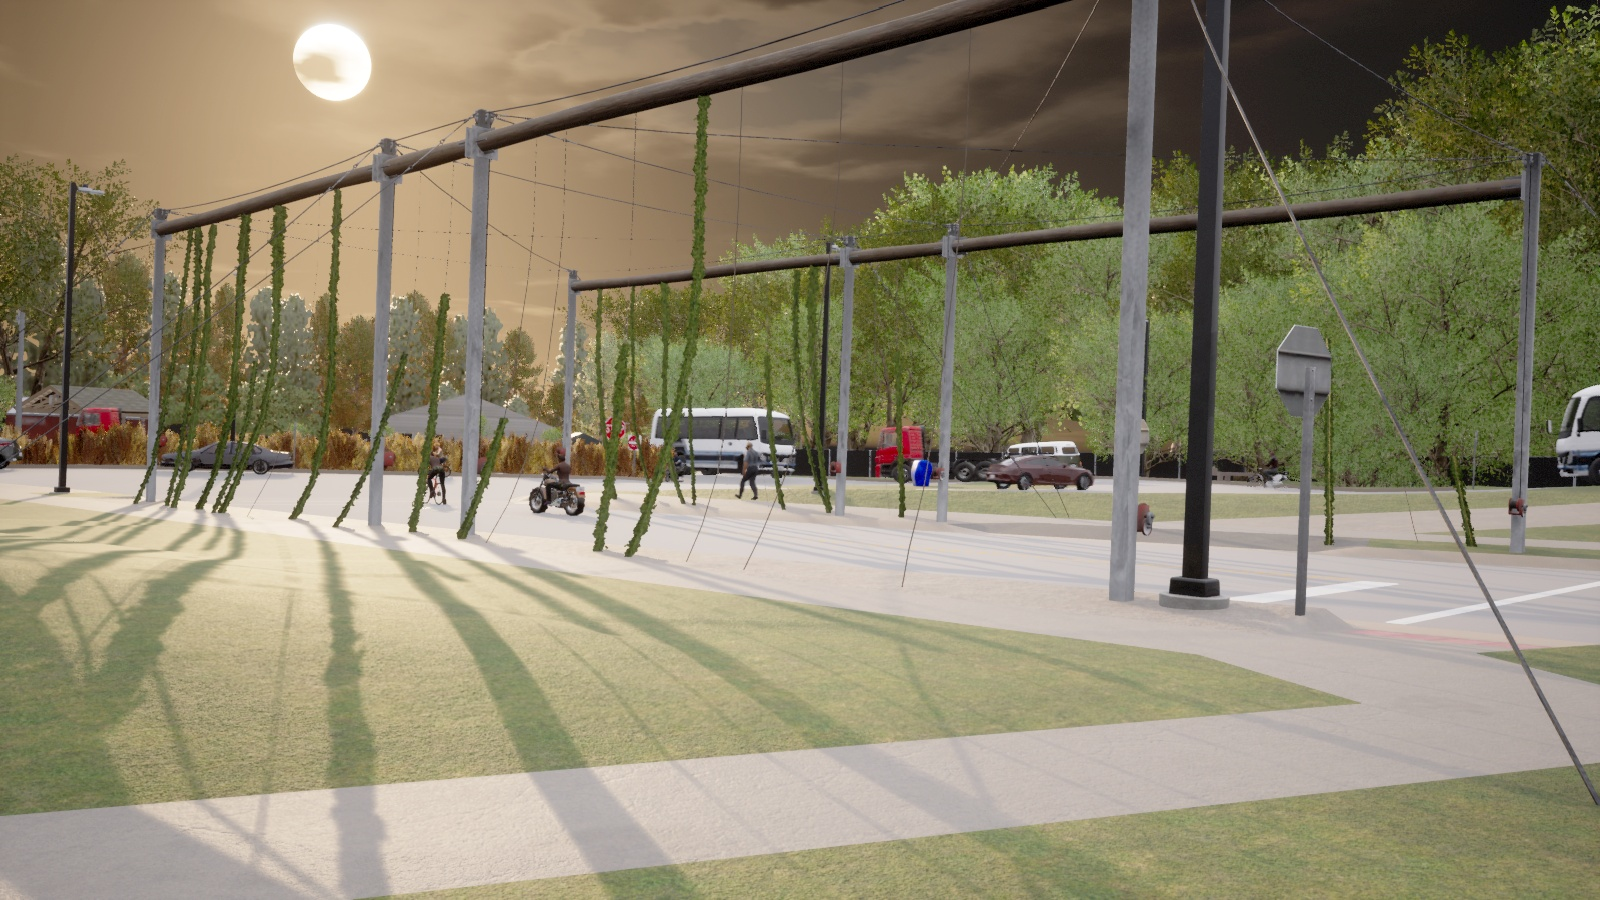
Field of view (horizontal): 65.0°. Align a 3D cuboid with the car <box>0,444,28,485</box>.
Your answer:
[{"bbox_3d":[-34.777,0.611,51.454,5.027,1.651,2.152,-1,1,-20],"label":"car"}]

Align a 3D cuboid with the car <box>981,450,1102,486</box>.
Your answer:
[{"bbox_3d":[9.964,0.727,51.751,4.674,1.442,1.812,0,-1,-23],"label":"car"}]

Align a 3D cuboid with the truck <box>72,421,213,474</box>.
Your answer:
[{"bbox_3d":[-43.924,-0.186,84.166,7.936,3.462,2.891,0,1,-17],"label":"truck"}]

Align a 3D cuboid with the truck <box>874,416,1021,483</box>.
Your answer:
[{"bbox_3d":[8.667,-0.011,73.854,7.936,3.462,2.891,-3,-1,25],"label":"truck"}]

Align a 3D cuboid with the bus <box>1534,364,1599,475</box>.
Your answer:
[{"bbox_3d":[35.409,-1.528,49.776,10.273,4.253,3.944,-5,-2,25],"label":"bus"}]

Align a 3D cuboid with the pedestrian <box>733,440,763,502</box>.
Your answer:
[{"bbox_3d":[-1.585,0.635,38.222,0.694,1.848,0.540,1,1,45],"label":"pedestrian"}]

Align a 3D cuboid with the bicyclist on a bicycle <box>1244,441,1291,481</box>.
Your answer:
[{"bbox_3d":[21.205,0.500,57.005,0.659,1.776,1.843,3,-1,-42],"label":"bicyclist on a bicycle"}]

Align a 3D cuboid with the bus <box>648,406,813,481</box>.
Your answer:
[{"bbox_3d":[-4.395,-0.343,77.298,10.273,4.253,3.944,0,-2,42],"label":"bus"}]

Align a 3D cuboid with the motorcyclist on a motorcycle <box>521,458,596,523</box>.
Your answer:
[{"bbox_3d":[-6.378,1.052,33.081,2.350,1.649,0.766,-1,-1,45],"label":"motorcyclist on a motorcycle"}]

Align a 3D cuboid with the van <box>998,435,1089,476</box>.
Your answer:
[{"bbox_3d":[12.941,0.315,66.912,2.069,2.038,4.480,-2,0,-35],"label":"van"}]

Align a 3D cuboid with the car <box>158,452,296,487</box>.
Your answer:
[{"bbox_3d":[-24.988,0.853,55.004,5.357,1.411,2.033,1,1,-20],"label":"car"}]
